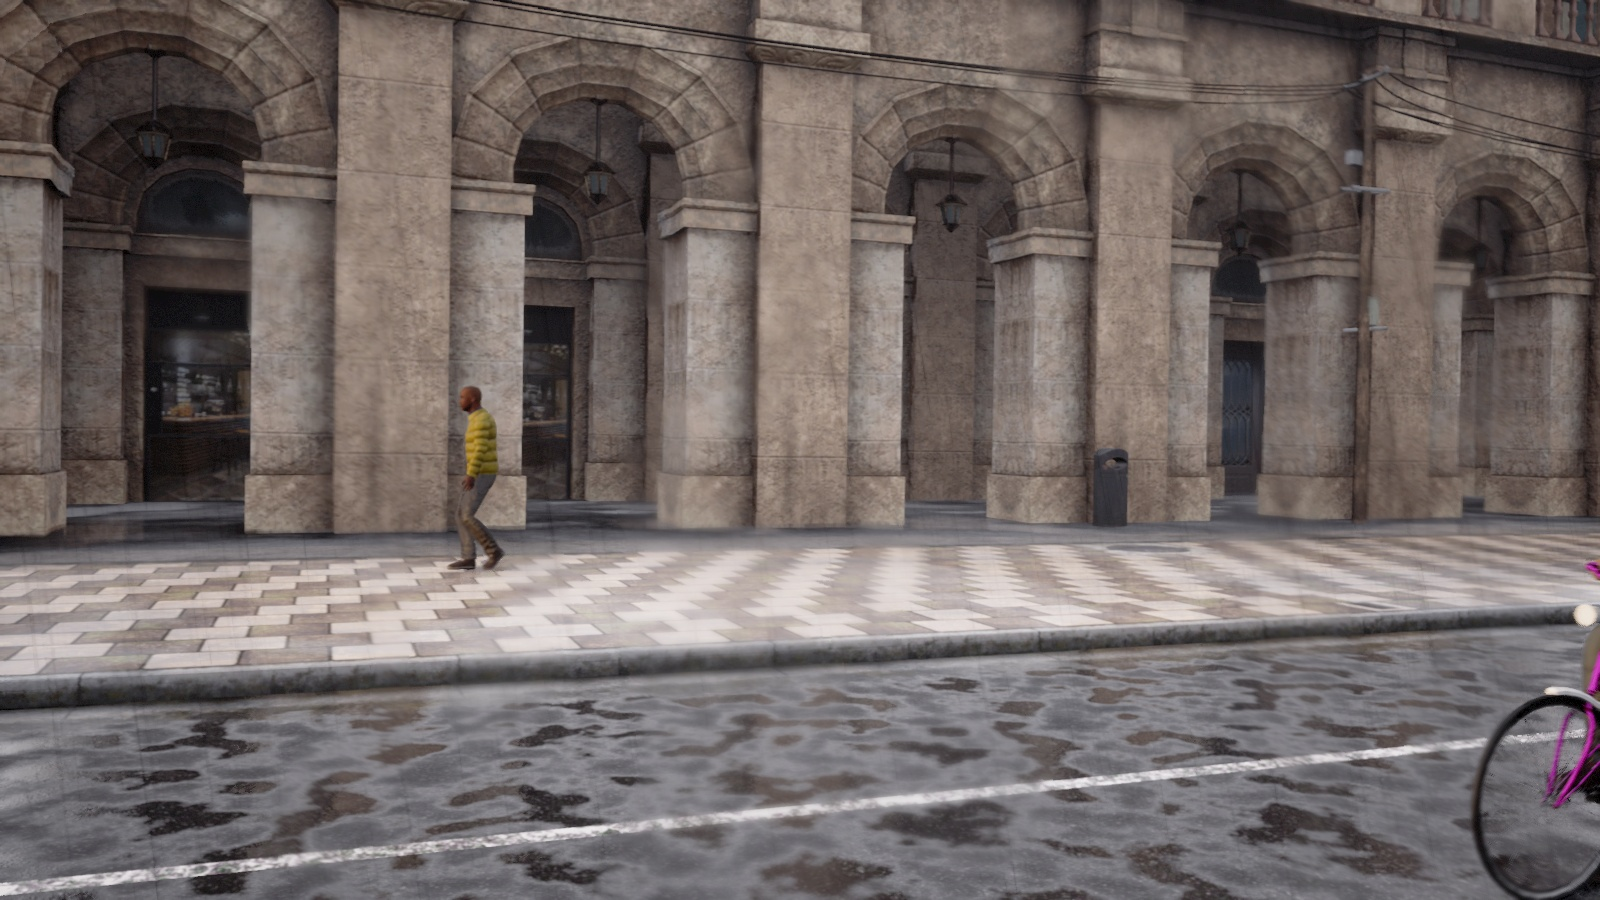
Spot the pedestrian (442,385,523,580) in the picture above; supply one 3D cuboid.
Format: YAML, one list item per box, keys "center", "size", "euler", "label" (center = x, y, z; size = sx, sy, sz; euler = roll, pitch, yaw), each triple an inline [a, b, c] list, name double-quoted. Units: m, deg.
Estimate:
- center: [-3.067, 0.302, 12.128]
  size: [0.726, 1.835, 0.370]
  euler: [-1, 1, -17]
  label: "pedestrian"

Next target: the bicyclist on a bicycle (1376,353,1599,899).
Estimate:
- center: [2.979, 0.592, 4.368]
  size: [1.843, 1.776, 0.659]
  euler: [0, 1, -21]
  label: "bicyclist on a bicycle"
